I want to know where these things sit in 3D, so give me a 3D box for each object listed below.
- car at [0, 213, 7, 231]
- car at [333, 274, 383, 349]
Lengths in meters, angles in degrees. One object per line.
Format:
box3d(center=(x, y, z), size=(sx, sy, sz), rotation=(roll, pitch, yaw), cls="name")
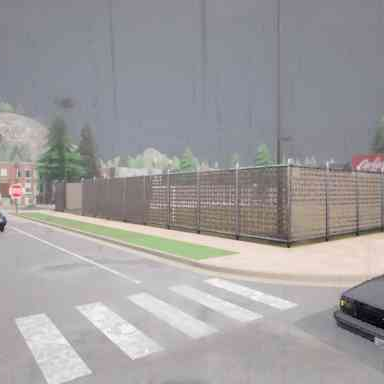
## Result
box3d(center=(-12.308, 1.588, 19.497), size=(1.895, 1.301, 4.718), rotation=(0, 0, -38), cls="car")
box3d(center=(4.858, 1.551, 5.349), size=(5.357, 1.411, 2.033), rotation=(0, 0, -25), cls="car")
